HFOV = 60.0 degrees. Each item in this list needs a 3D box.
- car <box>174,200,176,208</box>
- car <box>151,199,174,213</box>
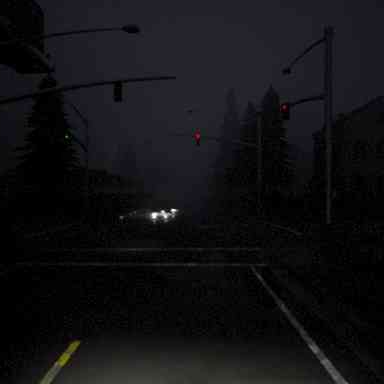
[{"bbox_3d":[-3.378,1.642,49.198,1.895,1.301,4.718,0,0,1],"label":"car"},{"bbox_3d":[-3.435,1.595,37.820,1.994,1.385,4.181,0,0,0],"label":"car"}]
